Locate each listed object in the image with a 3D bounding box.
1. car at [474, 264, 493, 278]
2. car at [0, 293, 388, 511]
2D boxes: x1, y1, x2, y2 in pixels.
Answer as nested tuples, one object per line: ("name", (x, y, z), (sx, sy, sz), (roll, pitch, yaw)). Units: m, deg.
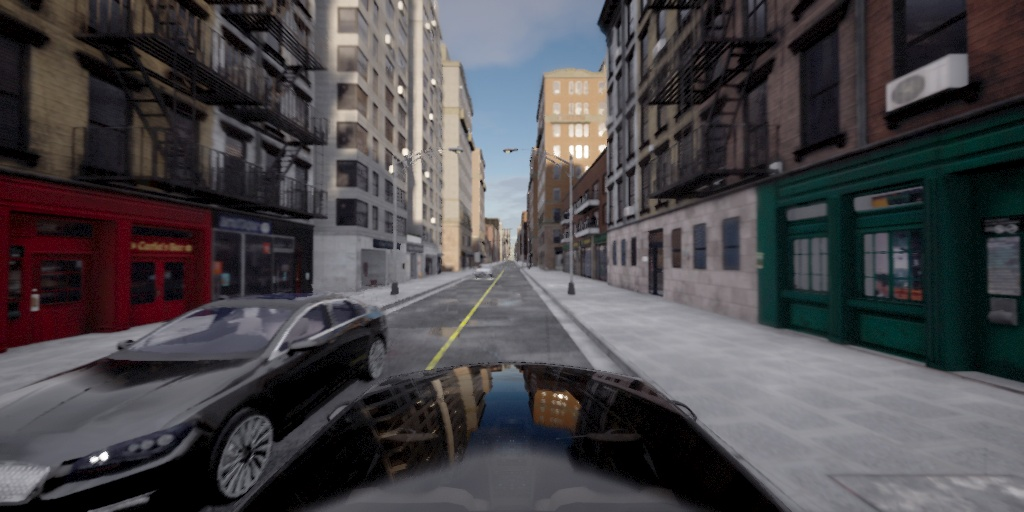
("car", (-3.098, 1.637, 39.795), (1.812, 1.442, 4.674), (0, -1, 0))
("car", (-3.101, 1.268, 4.473), (2.128, 1.511, 4.902), (0, -1, 0))
